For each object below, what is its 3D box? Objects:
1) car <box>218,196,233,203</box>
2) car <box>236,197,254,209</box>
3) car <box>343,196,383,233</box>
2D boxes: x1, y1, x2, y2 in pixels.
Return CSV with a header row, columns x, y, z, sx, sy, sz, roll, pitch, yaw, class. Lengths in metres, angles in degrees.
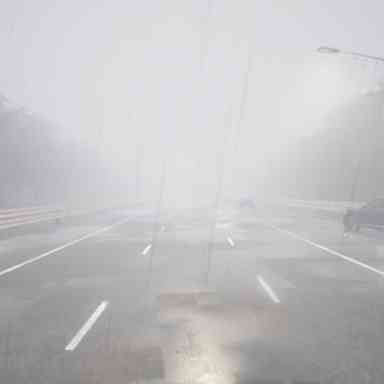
x,y,z,sx,sy,sz,roll,pitch,yaw,class
7.032,1.498,66.932,2.033,1.411,5.357,0,0,0,car
7.026,1.458,44.195,1.837,1.490,4.892,0,0,0,car
10.140,1.222,16.714,2.150,2.045,5.566,0,0,-14,car
